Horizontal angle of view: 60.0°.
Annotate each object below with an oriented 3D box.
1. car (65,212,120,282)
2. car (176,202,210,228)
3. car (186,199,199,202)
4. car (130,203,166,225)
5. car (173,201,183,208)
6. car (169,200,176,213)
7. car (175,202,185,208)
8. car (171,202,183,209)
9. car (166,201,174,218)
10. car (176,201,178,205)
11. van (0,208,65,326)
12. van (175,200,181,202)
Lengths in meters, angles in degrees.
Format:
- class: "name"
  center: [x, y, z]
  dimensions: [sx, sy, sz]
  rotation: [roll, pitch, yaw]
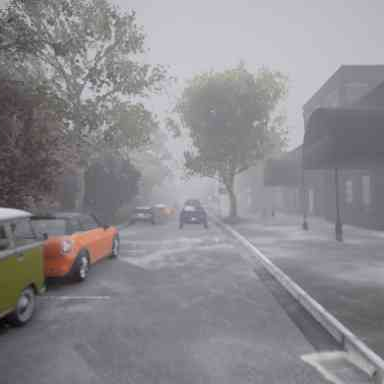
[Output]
- class: "car"
  center: [-3.657, 1.360, 9.961]
  dimensions: [2.185, 1.767, 4.553]
  rotation: [0, 0, 2]
- class: "car"
  center: [0.095, 1.685, 24.068]
  dimensions: [1.882, 1.535, 5.008]
  rotation: [0, -2, 0]
- class: "car"
  center: [0.081, 1.944, 42.703]
  dimensions: [2.150, 2.045, 5.566]
  rotation: [0, -1, 0]
- class: "car"
  center: [-3.640, 1.790, 26.696]
  dimensions: [2.163, 1.488, 4.792]
  rotation: [1, -2, 2]
- class: "car"
  center: [-3.415, 3.066, 82.725]
  dimensions: [2.185, 1.767, 4.553]
  rotation: [-1, -1, 2]
- class: "car"
  center: [-3.652, 2.221, 43.360]
  dimensions: [2.097, 1.535, 5.008]
  rotation: [0, -1, 2]
- class: "car"
  center: [-3.175, 3.314, 88.423]
  dimensions: [2.097, 1.535, 5.008]
  rotation: [0, -2, 2]
- class: "car"
  center: [-3.416, 3.073, 77.014]
  dimensions: [2.231, 1.521, 4.892]
  rotation: [0, -1, 2]
- class: "car"
  center: [-3.643, 2.067, 37.801]
  dimensions: [2.097, 1.535, 5.008]
  rotation: [1, -2, 2]
- class: "car"
  center: [-3.655, 2.405, 48.964]
  dimensions: [2.163, 1.488, 4.792]
  rotation: [0, -1, 2]
- class: "van"
  center: [-3.650, 1.257, 4.538]
  dimensions: [1.878, 1.987, 4.442]
  rotation: [0, 0, 2]
- class: "van"
  center: [-3.637, 2.584, 65.769]
  dimensions: [1.878, 1.987, 4.442]
  rotation: [1, -1, 2]
